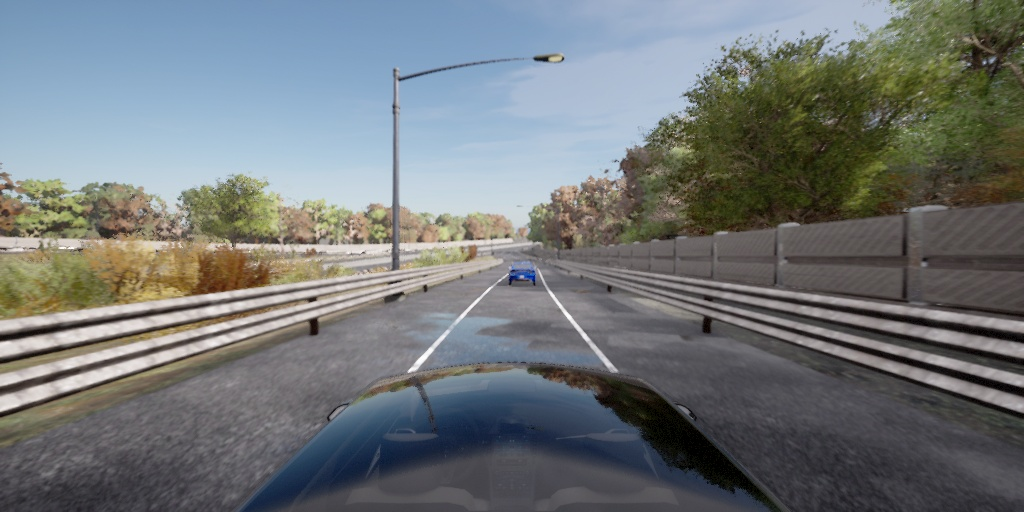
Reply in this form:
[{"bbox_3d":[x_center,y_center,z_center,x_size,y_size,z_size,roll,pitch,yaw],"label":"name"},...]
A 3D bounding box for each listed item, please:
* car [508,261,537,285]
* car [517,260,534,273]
[{"bbox_3d":[0.767,1.213,26.235,1.882,1.535,5.008,0,0,3],"label":"car"},{"bbox_3d":[1.772,1.291,45.217,1.994,1.385,4.181,0,0,3],"label":"car"}]
